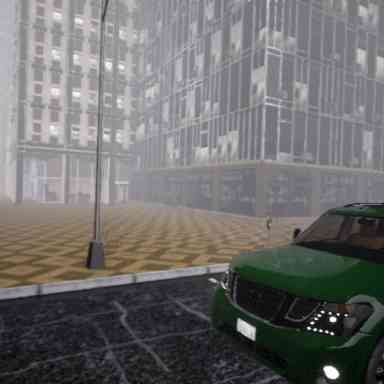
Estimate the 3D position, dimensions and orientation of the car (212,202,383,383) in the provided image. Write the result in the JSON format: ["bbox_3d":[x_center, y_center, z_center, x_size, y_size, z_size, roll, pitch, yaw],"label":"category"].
[{"bbox_3d":[3.011,1.209,5.040,5.566,2.045,2.150,1,1,-30],"label":"car"}]

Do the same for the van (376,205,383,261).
[{"bbox_3d":[8.181,1.368,11.093,3.998,1.788,1.690,1,2,-30],"label":"van"}]
